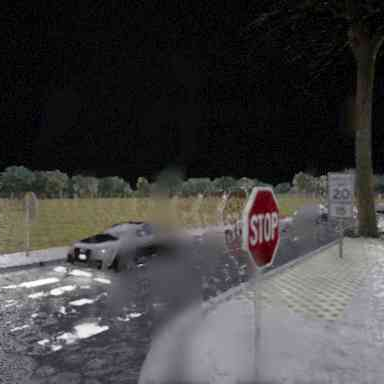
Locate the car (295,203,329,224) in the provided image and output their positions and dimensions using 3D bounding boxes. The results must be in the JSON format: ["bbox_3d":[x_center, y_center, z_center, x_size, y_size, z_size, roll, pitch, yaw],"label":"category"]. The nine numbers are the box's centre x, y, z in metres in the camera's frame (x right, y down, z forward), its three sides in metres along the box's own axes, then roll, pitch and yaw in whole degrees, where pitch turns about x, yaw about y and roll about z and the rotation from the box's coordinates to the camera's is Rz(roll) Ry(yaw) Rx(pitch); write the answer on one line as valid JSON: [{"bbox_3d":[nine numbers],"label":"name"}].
[{"bbox_3d":[10.459,1.799,29.044,2.097,1.767,4.553,0,-1,35],"label":"car"}]

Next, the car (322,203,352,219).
[{"bbox_3d":[16.361,2.079,37.381,2.128,1.511,4.902,0,-1,36],"label":"car"}]

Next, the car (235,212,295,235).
[{"bbox_3d":[4.504,1.906,20.593,1.895,1.301,4.718,0,-1,35],"label":"car"}]

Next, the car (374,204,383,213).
[{"bbox_3d":[26.716,2.343,47.062,1.994,1.385,4.181,0,-1,35],"label":"car"}]

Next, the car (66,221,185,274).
[{"bbox_3d":[-2.047,1.710,11.274,1.994,1.385,4.181,0,-1,35],"label":"car"}]
